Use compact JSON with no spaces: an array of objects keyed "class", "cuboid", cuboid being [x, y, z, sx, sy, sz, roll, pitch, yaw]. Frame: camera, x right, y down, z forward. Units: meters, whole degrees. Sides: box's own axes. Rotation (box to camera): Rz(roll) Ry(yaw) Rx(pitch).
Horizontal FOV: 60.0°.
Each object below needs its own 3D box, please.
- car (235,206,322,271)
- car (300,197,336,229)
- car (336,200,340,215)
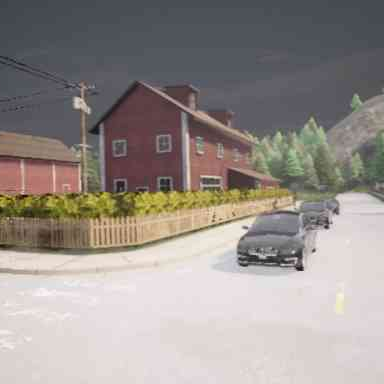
[{"class":"car","cuboid":[2.868,1.401,10.728,1.837,1.490,4.892,-2,0,26]},{"class":"car","cuboid":[7.126,1.258,19.449,1.837,1.490,4.892,-2,0,26]},{"class":"car","cuboid":[11.523,1.172,28.420,1.994,1.385,4.181,-2,0,26]}]
